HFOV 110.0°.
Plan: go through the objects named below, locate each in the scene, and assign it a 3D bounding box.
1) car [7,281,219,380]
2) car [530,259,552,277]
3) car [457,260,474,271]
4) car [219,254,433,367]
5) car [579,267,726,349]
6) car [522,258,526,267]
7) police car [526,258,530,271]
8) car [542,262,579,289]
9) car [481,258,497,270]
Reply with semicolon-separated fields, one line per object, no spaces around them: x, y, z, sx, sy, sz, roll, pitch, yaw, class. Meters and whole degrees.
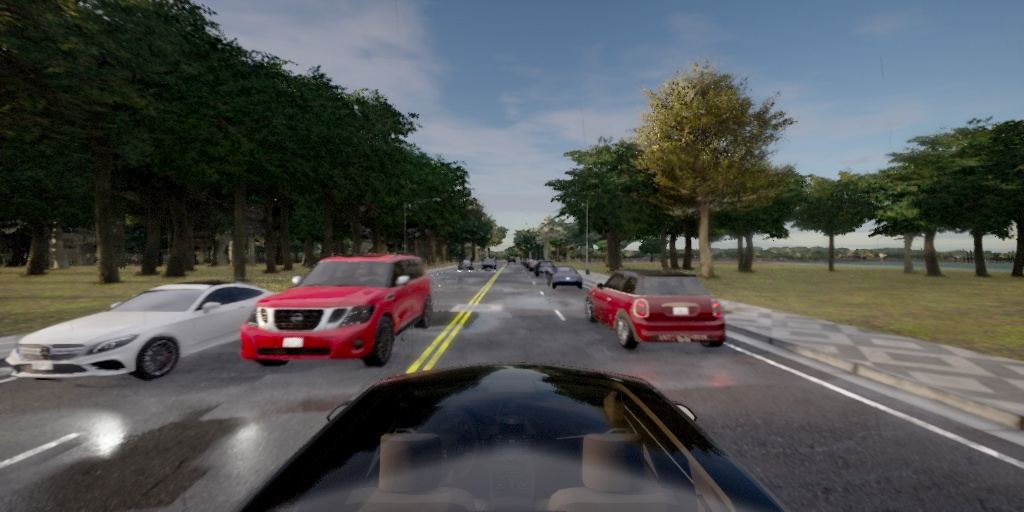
-6.600;1.275;7.367;1.812;1.442;4.674;0;0;0;car
3.248;1.193;36.278;2.033;1.649;4.856;0;0;0;car
-6.561;1.309;51.300;1.812;1.442;4.674;0;0;0;car
-3.351;0.971;8.253;2.150;2.045;5.566;0;0;0;car
3.355;1.107;9.359;2.097;1.767;4.553;0;0;-1;car
3.247;1.304;58.309;2.163;1.488;4.792;0;0;0;car
3.247;1.282;47.279;2.038;1.542;4.974;0;0;0;police car
3.350;1.317;23.480;1.994;1.385;4.181;0;0;0;car
-3.314;1.137;52.158;2.097;1.767;4.553;0;0;0;car
